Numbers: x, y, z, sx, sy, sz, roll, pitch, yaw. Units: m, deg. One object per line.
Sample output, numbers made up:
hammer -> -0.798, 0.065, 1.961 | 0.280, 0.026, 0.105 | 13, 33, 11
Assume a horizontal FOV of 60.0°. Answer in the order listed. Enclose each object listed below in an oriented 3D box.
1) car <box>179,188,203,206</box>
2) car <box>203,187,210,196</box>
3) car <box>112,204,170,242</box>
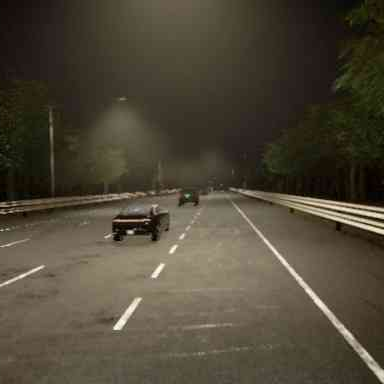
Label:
car -> -0.294, 0.555, 39.385 | 2.150, 2.045, 5.566 | -1, 1, 5
car -> 2.776, 0.190, 78.344 | 1.812, 1.442, 4.674 | -1, 1, 5
car -> -2.185, 1.276, 15.231 | 2.128, 1.511, 4.902 | -1, 1, 5
